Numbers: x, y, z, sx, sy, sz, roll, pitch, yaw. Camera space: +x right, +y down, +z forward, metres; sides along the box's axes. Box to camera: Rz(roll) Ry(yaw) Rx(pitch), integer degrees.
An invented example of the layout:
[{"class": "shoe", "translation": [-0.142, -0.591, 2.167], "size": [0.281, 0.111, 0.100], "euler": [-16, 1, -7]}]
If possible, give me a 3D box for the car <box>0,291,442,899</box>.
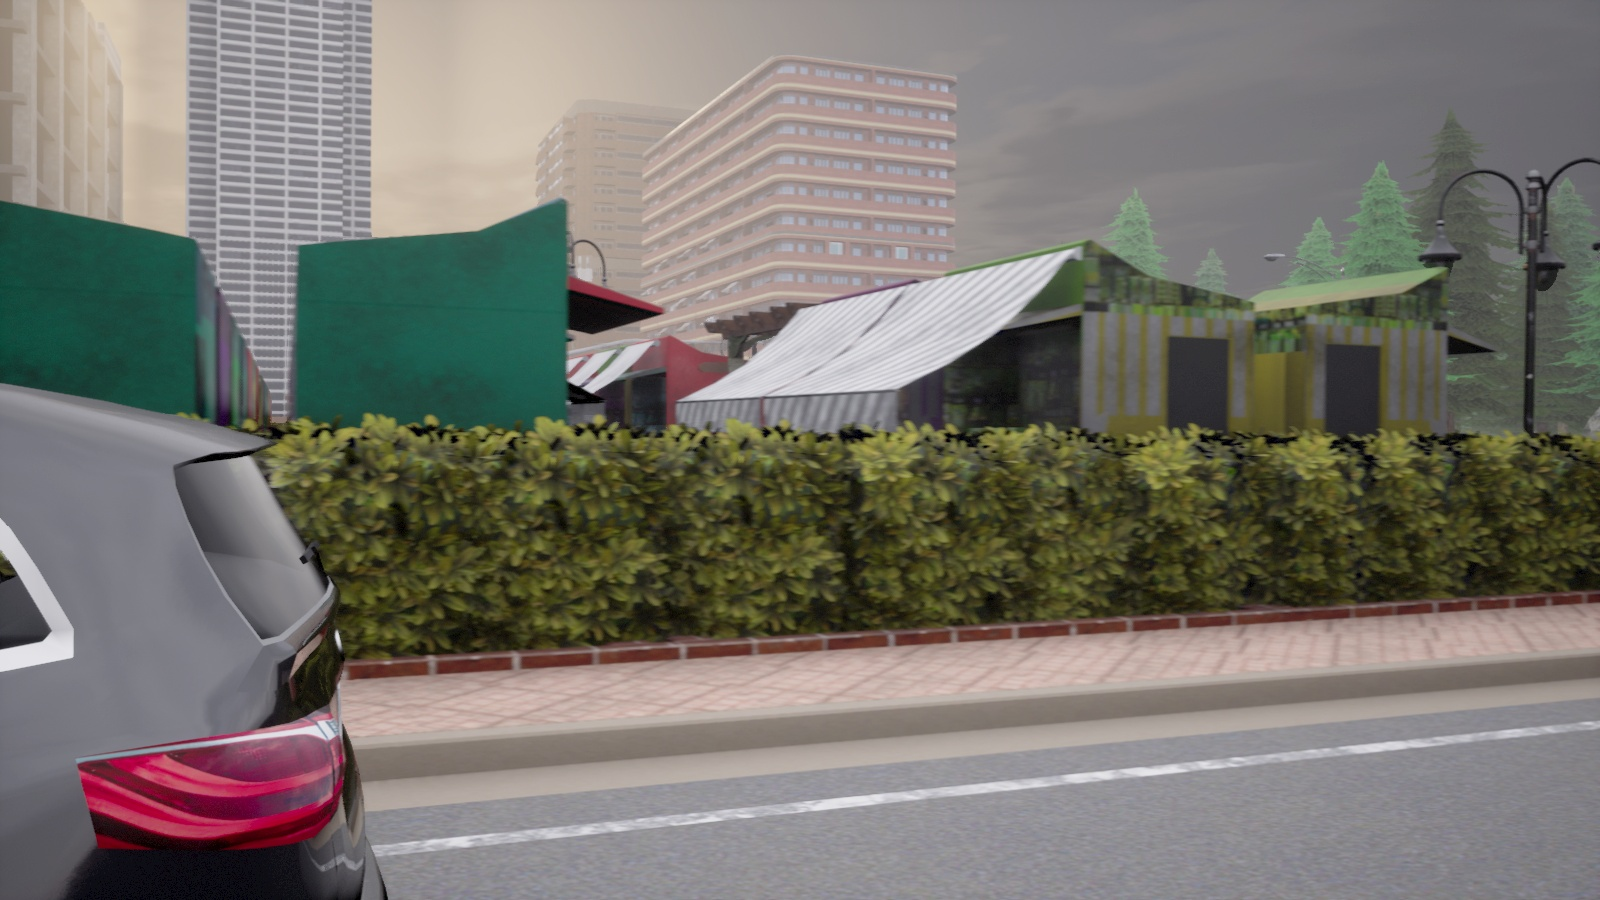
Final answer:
[{"class": "car", "translation": [-3.078, 0.642, 2.069], "size": [4.611, 1.667, 2.242], "euler": [-1, 1, -21]}]
